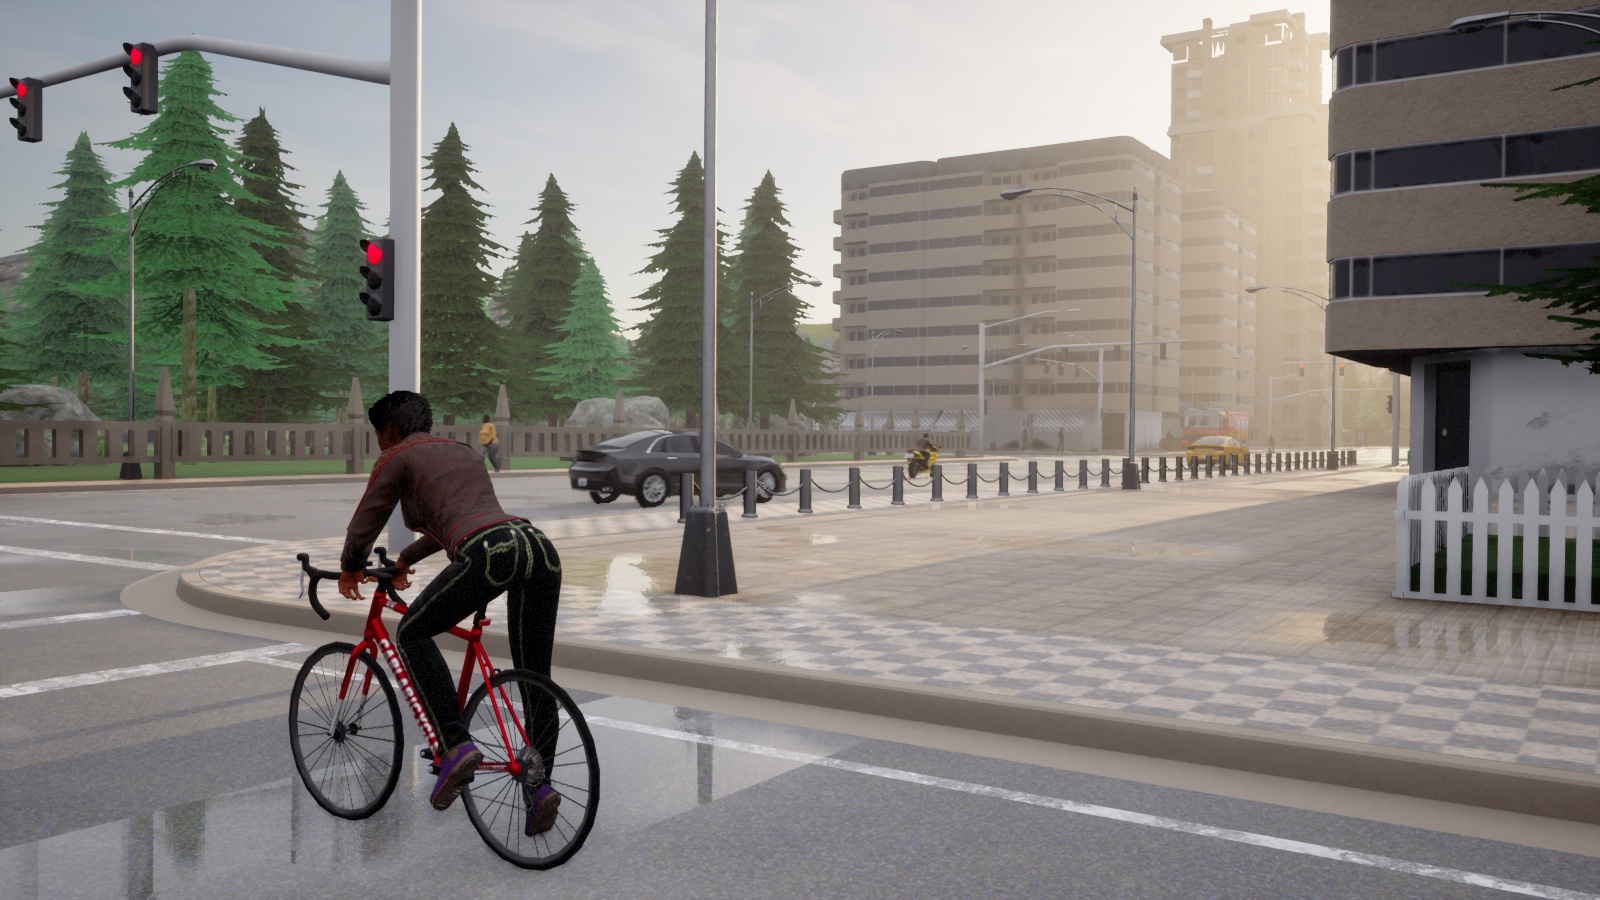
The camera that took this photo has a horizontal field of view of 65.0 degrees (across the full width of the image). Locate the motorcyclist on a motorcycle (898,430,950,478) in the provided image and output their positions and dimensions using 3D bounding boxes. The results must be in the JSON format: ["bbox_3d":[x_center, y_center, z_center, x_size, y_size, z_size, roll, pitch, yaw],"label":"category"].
[{"bbox_3d":[4.090,0.112,41.312,0.797,1.523,2.044,0,1,34],"label":"motorcyclist on a motorcycle"}]

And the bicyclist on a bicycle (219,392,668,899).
[{"bbox_3d":[-1.313,0.635,4.495,1.656,1.620,0.582,0,1,34],"label":"bicyclist on a bicycle"}]

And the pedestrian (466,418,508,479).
[{"bbox_3d":[-9.685,-0.053,38.879,0.874,1.855,0.900,0,1,33],"label":"pedestrian"}]

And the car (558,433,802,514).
[{"bbox_3d":[-2.375,0.404,25.875,4.892,1.490,1.837,-1,1,-43],"label":"car"}]

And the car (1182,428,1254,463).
[{"bbox_3d":[19.315,-0.256,57.875,1.882,1.535,5.008,0,1,34],"label":"car"}]
